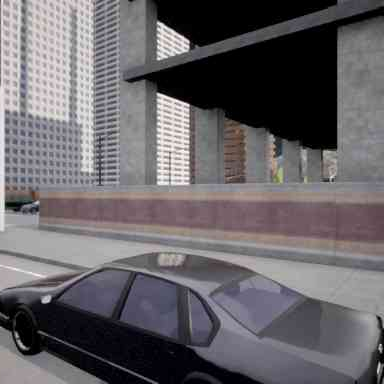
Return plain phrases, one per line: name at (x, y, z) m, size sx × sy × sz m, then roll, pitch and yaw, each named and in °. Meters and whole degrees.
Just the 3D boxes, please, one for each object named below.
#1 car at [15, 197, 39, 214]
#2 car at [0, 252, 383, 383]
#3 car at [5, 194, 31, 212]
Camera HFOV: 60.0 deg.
car at (-15.766, 1.526, 35.386) m, size 1.812 × 1.442 × 4.674 m, roll 0°, pitch 0°, yaw 36°
car at (-0.449, 1.547, 4.312) m, size 5.357 × 1.411 × 2.033 m, roll 0°, pitch 0°, yaw 35°
car at (-19.907, 1.221, 35.664) m, size 2.150 × 2.045 × 5.566 m, roll 0°, pitch 0°, yaw 36°
